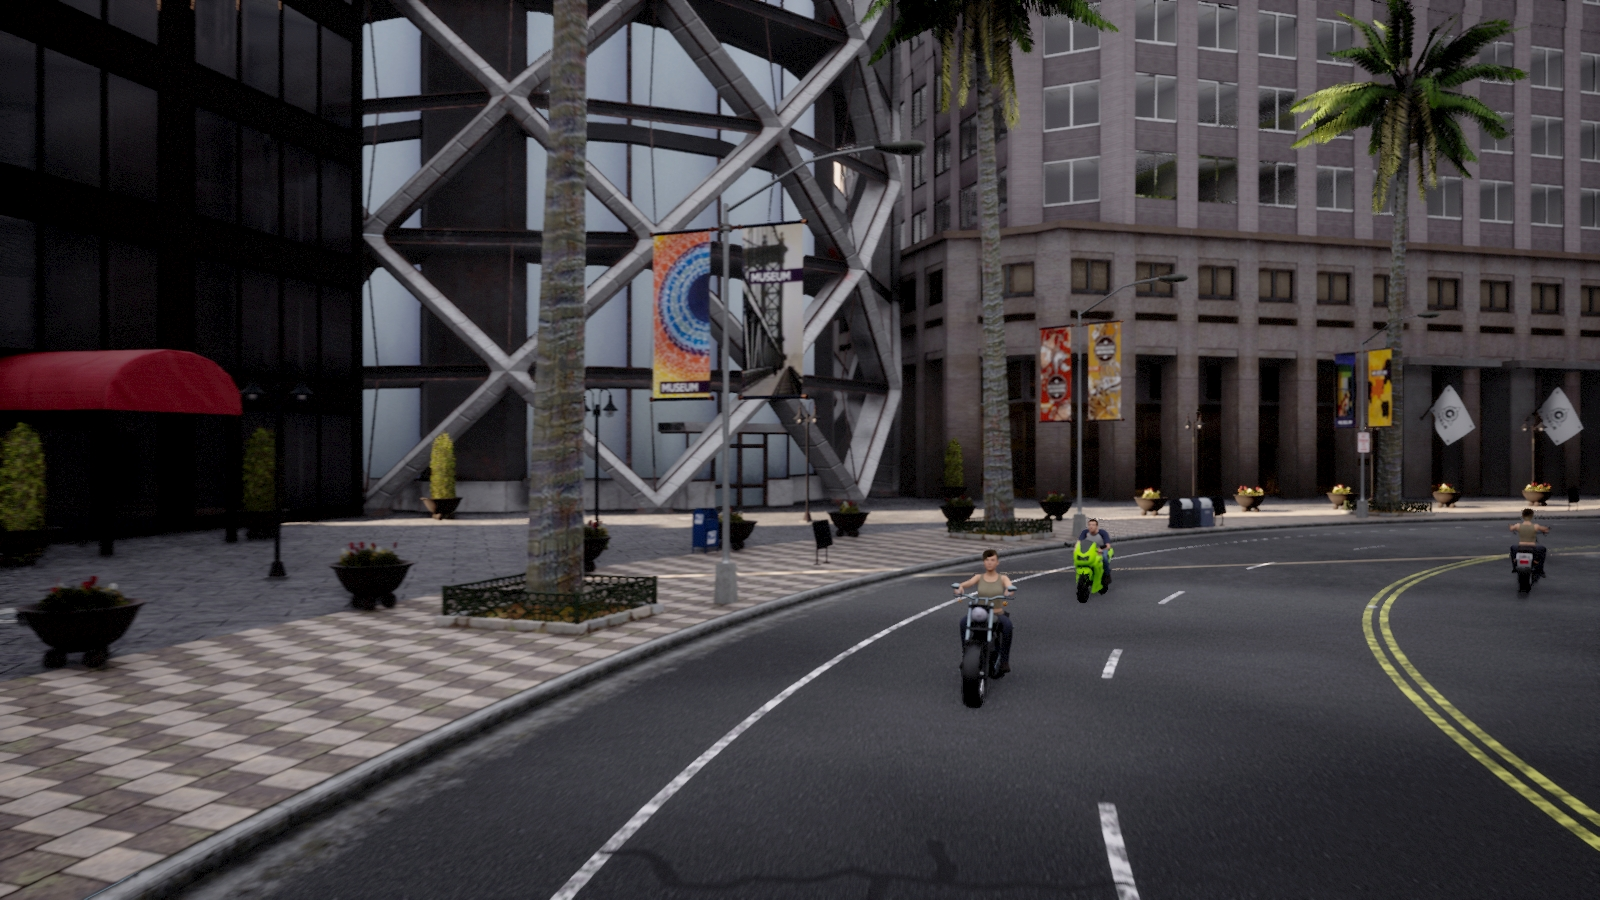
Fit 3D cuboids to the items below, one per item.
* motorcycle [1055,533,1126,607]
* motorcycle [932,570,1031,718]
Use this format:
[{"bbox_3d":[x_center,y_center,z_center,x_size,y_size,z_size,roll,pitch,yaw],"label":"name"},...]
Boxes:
[{"bbox_3d":[5.462,2.215,21.398,0.803,1.145,2.033,1,1,29],"label":"motorcycle"},{"bbox_3d":[2.150,2.171,13.258,0.764,1.277,2.356,0,0,18],"label":"motorcycle"}]
